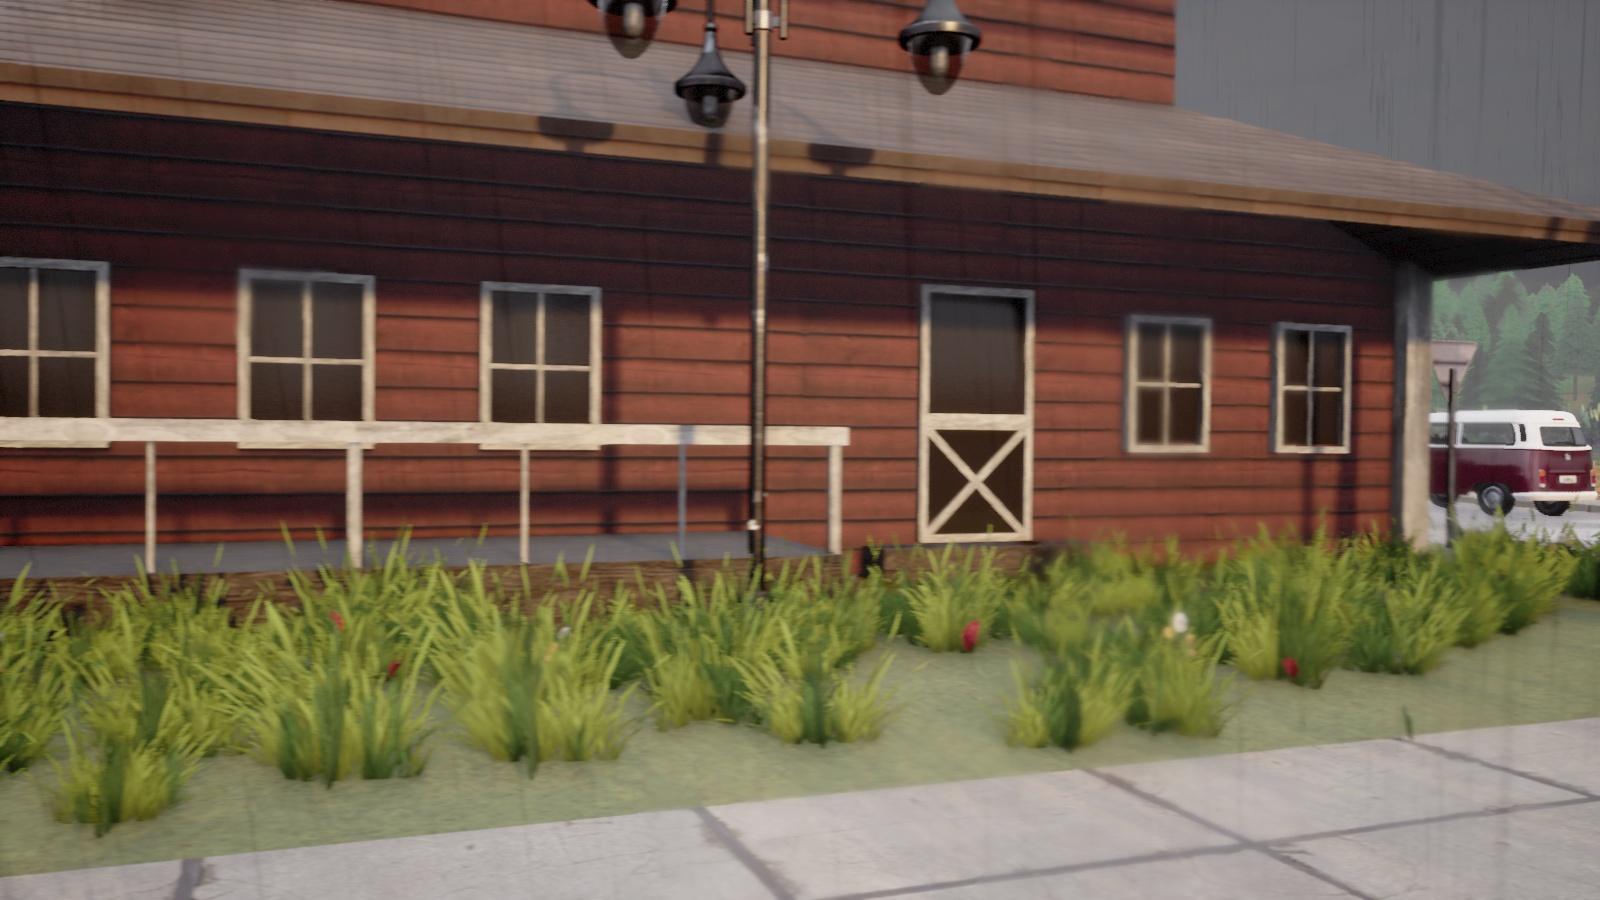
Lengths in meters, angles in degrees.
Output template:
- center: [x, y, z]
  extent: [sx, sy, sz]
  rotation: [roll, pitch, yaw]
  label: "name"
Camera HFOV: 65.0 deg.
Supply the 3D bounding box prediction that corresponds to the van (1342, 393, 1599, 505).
- center: [13.432, -0.055, 25.271]
  extent: [2.069, 2.038, 4.480]
  rotation: [-1, 1, -22]
  label: "van"
